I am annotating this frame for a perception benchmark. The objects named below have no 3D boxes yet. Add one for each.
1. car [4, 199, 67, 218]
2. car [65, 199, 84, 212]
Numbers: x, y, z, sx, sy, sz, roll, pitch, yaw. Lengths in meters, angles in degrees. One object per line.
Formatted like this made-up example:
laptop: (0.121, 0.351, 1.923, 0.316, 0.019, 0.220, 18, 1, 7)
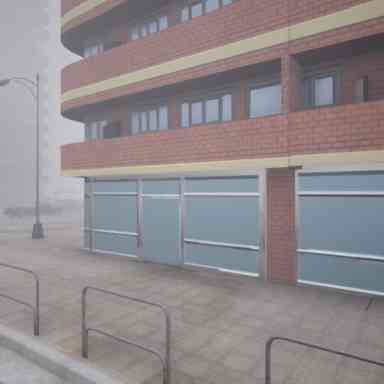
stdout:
car: (-14.169, 1.600, 29.949, 1.895, 1.301, 4.718, 0, 0, 36)
car: (-14.109, 1.504, 35.954, 1.837, 1.490, 4.892, 0, 0, 36)
